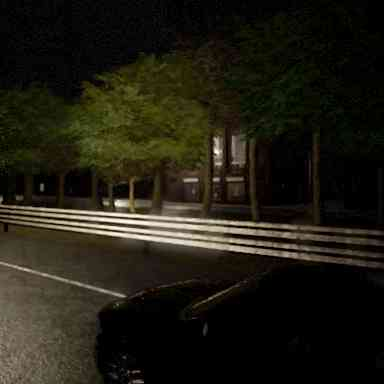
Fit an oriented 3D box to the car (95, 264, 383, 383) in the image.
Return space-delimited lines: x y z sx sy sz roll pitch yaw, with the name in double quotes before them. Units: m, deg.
"car" 1.174 1.473 3.156 5.008 1.535 1.882 0 0 36
